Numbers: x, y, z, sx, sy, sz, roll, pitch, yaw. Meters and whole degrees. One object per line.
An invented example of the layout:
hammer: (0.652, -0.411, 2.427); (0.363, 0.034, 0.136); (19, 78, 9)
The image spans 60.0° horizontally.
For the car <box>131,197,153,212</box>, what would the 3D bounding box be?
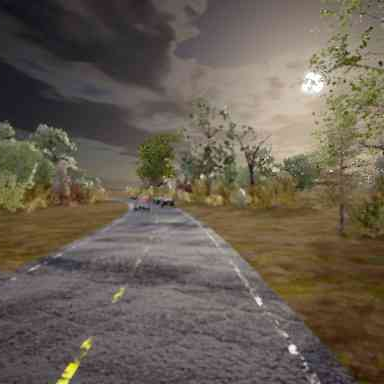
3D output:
car: (-6.030, 1.678, 40.310); (1.994, 1.385, 4.181); (0, 0, -8)

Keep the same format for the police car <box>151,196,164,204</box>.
police car: (-7.179, 1.611, 68.393); (1.930, 1.638, 5.238); (0, 0, -13)

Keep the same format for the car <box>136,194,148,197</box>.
car: (-12.287, 1.439, 84.501); (2.097, 1.767, 4.553); (0, 0, -17)

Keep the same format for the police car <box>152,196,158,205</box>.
police car: (-5.854, 1.594, 62.492); (1.930, 1.638, 5.238); (0, 0, -12)

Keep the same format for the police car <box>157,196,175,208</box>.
police car: (-3.906, 1.566, 52.603); (1.930, 1.638, 5.238); (0, 0, -10)
